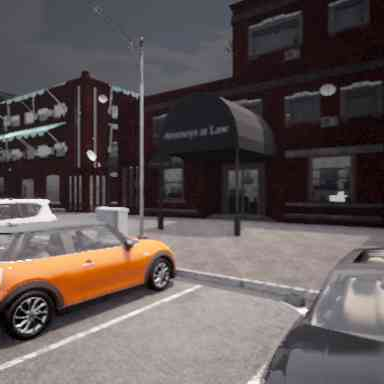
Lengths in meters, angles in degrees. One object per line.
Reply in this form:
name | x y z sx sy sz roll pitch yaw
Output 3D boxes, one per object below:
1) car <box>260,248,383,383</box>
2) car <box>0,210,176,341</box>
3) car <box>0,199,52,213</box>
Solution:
car | 2.330 1.482 3.704 2.231 1.521 4.892 0 0 35
car | -2.337 1.355 6.942 2.185 1.767 4.553 0 0 35
car | -6.878 1.247 10.141 2.435 2.045 5.566 -1 0 35
